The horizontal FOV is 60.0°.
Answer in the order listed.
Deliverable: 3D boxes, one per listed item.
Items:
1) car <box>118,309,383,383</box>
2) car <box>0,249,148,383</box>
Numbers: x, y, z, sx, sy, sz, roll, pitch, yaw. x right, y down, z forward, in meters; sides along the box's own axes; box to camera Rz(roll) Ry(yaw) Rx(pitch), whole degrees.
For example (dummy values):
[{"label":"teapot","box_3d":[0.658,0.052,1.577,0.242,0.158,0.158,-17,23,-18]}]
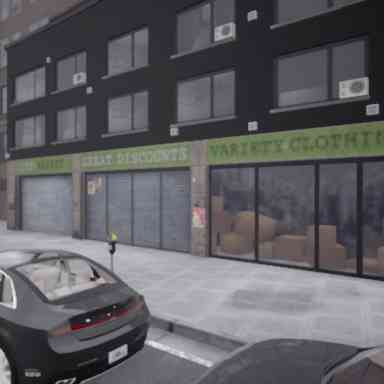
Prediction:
[{"label":"car","box_3d":[1.907,1.553,1.720,4.403,1.369,2.008,0,0,36]},{"label":"car","box_3d":[-2.587,1.536,4.931,4.403,1.369,2.008,0,0,36]}]
